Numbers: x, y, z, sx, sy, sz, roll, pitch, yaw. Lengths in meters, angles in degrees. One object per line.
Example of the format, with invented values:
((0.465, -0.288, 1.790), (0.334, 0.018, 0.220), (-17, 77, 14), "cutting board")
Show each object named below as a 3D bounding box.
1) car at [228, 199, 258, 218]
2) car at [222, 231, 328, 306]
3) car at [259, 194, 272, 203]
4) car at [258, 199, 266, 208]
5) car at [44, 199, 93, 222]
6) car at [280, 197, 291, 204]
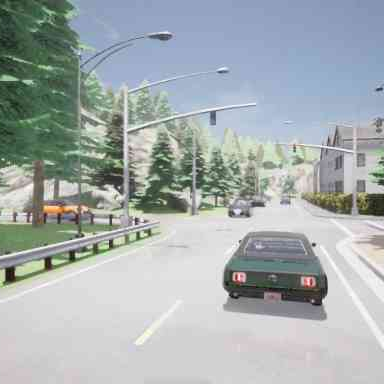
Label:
((4.442, 1.495, 30.007), (2.128, 1.511, 4.902), (0, 0, 16), "car")
((2.059, 1.601, 8.143), (1.895, 1.301, 4.718), (0, 0, 16), "car")
((14.159, 1.243, 63.670), (2.128, 1.511, 4.902), (0, 0, 16), "car")
((9.620, 1.601, 48.116), (1.895, 1.301, 4.718), (0, 0, 16), "car")
((-10.266, 1.367, 26.566), (4.553, 1.767, 2.097), (0, 0, 16), "car")
((17.363, 1.547, 61.779), (2.033, 1.411, 5.357), (0, 0, 16), "car")
